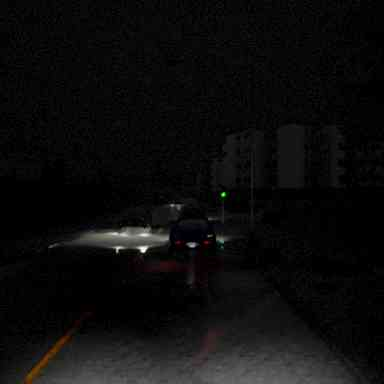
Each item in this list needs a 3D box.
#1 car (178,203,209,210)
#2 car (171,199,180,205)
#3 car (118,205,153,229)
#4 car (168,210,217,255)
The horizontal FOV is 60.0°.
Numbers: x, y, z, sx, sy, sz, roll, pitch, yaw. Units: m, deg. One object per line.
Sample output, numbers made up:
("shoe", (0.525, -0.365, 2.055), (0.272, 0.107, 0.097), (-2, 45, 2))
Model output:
("car", (0.294, 1.824, 28.445), (1.837, 1.490, 4.892), (0, 0, 7))
("car", (-3.961, 2.400, 81.612), (1.837, 1.490, 4.892), (0, -1, 0))
("car", (-4.012, 1.746, 24.130), (1.882, 1.535, 5.008), (0, -1, 0))
("car", (0.029, 1.681, 13.884), (1.812, 1.442, 4.674), (0, 0, 0))
